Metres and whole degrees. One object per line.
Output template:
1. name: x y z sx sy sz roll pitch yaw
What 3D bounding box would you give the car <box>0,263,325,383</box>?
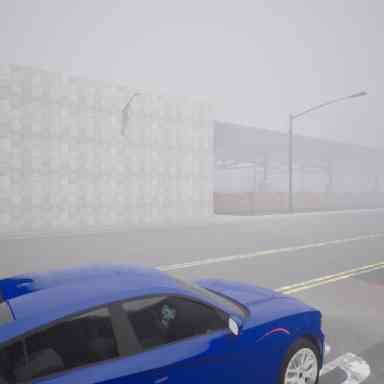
1. car: -0.712 1.478 3.242 5.008 1.535 1.882 0 0 -36
